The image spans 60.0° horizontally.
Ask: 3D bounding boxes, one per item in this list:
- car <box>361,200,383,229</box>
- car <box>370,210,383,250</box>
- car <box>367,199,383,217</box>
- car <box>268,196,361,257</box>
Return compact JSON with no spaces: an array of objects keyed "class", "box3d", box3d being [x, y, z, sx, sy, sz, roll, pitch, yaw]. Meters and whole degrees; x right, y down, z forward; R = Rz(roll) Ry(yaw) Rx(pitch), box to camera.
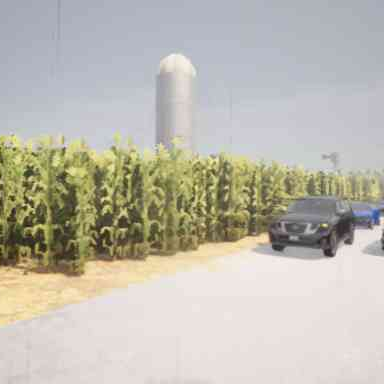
[{"class":"car","box3d":[10.927,1.444,21.595,1.882,1.535,5.008,1,1,36]},{"class":"car","box3d":[8.922,1.544,13.376,2.033,1.411,5.357,1,0,38]},{"class":"car","box3d":[18.212,1.442,31.684,2.033,1.411,5.357,1,1,36]},{"class":"car","box3d":[4.995,1.191,13.356,2.150,2.045,5.566,1,0,35]}]
